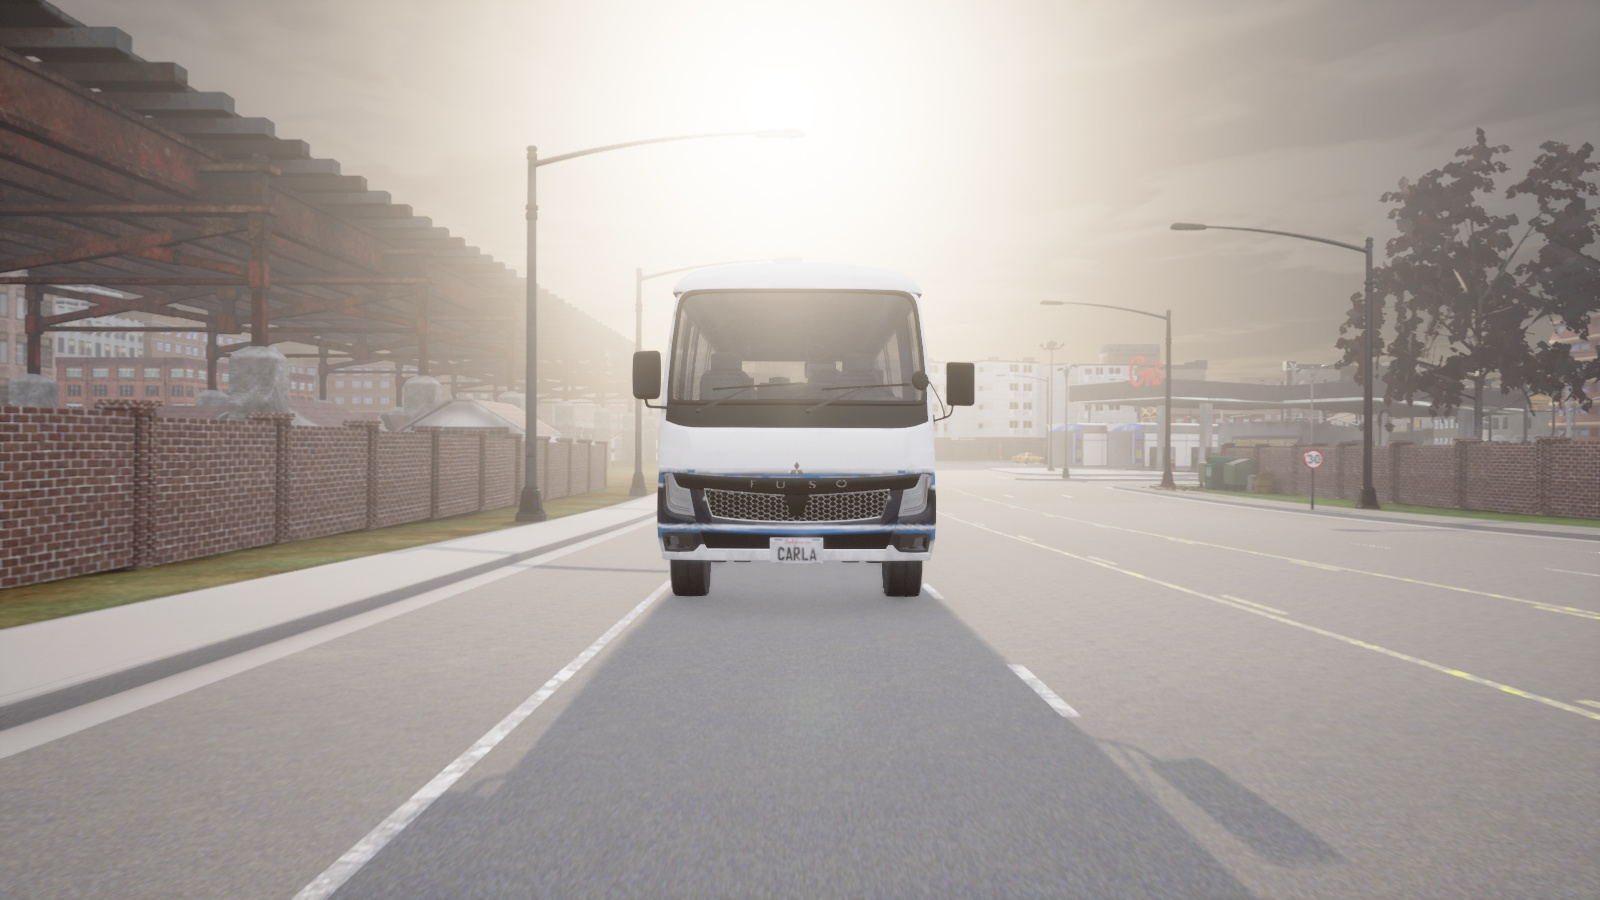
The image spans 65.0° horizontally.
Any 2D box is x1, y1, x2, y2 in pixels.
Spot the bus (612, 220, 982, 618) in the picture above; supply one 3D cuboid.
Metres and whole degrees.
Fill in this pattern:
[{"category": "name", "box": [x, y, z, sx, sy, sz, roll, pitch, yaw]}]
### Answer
[{"category": "bus", "box": [-0.046, -0.254, 18.587, 3.944, 4.253, 10.273, 0, -1, 0]}]
